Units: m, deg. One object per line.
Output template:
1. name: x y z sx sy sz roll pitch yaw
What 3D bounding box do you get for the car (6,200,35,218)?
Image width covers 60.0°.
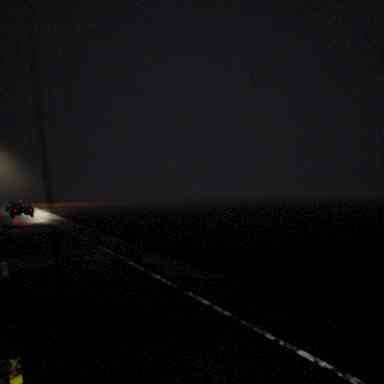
1. car: -16.089 1.682 31.345 1.895 1.301 4.718 0 0 -31
